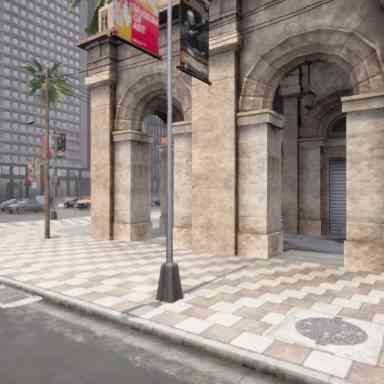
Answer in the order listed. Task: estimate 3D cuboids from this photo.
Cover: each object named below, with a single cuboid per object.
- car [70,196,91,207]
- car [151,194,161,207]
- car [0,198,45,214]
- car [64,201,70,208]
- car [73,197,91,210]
[{"bbox_3d":[-13.977,1.352,46.317,2.097,1.767,4.553,0,0,35],"label":"car"},{"bbox_3d":[-5.709,1.506,51.848,1.837,1.490,4.892,0,0,36],"label":"car"},{"bbox_3d":[-17.474,1.564,35.411,1.994,1.385,4.181,0,0,36],"label":"car"},{"bbox_3d":[-16.256,1.513,48.449,2.161,1.482,4.786,0,0,35],"label":"car"},{"bbox_3d":[-12.345,1.601,42.589,1.895,1.301,4.718,0,0,35],"label":"car"}]
